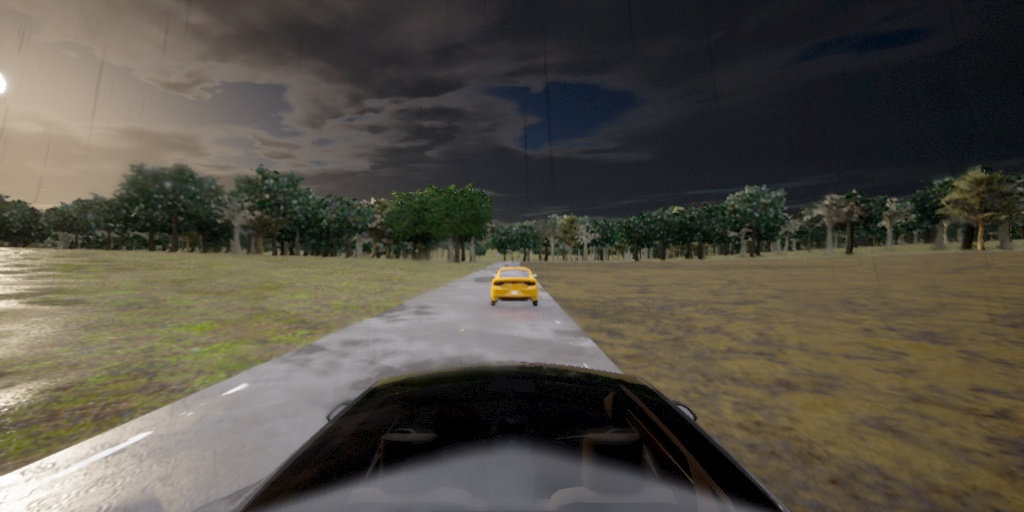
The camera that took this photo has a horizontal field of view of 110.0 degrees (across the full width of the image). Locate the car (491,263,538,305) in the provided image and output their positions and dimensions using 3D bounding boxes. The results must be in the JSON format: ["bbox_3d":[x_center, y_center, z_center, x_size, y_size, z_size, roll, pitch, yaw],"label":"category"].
[{"bbox_3d":[0.116,1.226,16.056,1.882,1.535,5.008,0,0,0],"label":"car"}]
